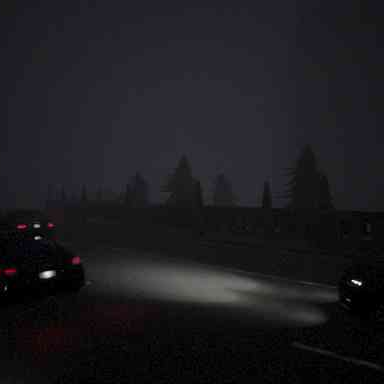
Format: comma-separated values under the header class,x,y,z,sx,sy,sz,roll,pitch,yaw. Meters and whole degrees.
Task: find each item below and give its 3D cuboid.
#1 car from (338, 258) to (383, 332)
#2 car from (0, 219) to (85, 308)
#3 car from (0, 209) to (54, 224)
class,x,y,z,sx,sy,sz,roll,pitch,yaw
car,4.858,1.511,4.927,4.902,1.511,2.128,0,0,35
car,-4.313,1.573,7.771,4.181,1.385,1.994,0,0,41
car,-8.642,1.567,16.752,2.033,1.411,5.357,0,0,-43
